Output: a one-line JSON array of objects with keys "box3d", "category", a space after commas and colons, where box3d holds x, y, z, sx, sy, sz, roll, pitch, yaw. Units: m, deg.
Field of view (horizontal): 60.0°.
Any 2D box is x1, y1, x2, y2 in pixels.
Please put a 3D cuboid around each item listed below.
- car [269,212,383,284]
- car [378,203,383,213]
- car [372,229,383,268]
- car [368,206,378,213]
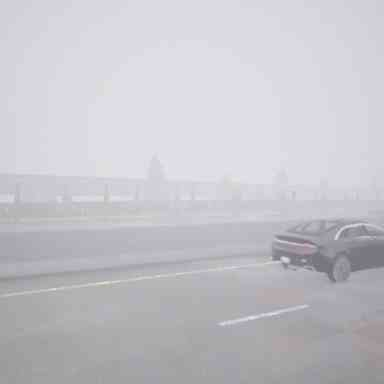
[{"box3d": [4.530, 1.553, 9.748, 4.902, 1.511, 2.128, 1, 0, -29], "category": "car"}, {"box3d": [19.434, 1.776, 30.034, 4.892, 1.490, 1.837, 1, 0, -28], "category": "car"}, {"box3d": [6.198, 1.555, 6.671, 4.902, 1.511, 2.128, 1, 0, -29], "category": "car"}, {"box3d": [20.680, 1.849, 34.704, 5.357, 1.411, 2.033, 1, 0, -28], "category": "car"}]
